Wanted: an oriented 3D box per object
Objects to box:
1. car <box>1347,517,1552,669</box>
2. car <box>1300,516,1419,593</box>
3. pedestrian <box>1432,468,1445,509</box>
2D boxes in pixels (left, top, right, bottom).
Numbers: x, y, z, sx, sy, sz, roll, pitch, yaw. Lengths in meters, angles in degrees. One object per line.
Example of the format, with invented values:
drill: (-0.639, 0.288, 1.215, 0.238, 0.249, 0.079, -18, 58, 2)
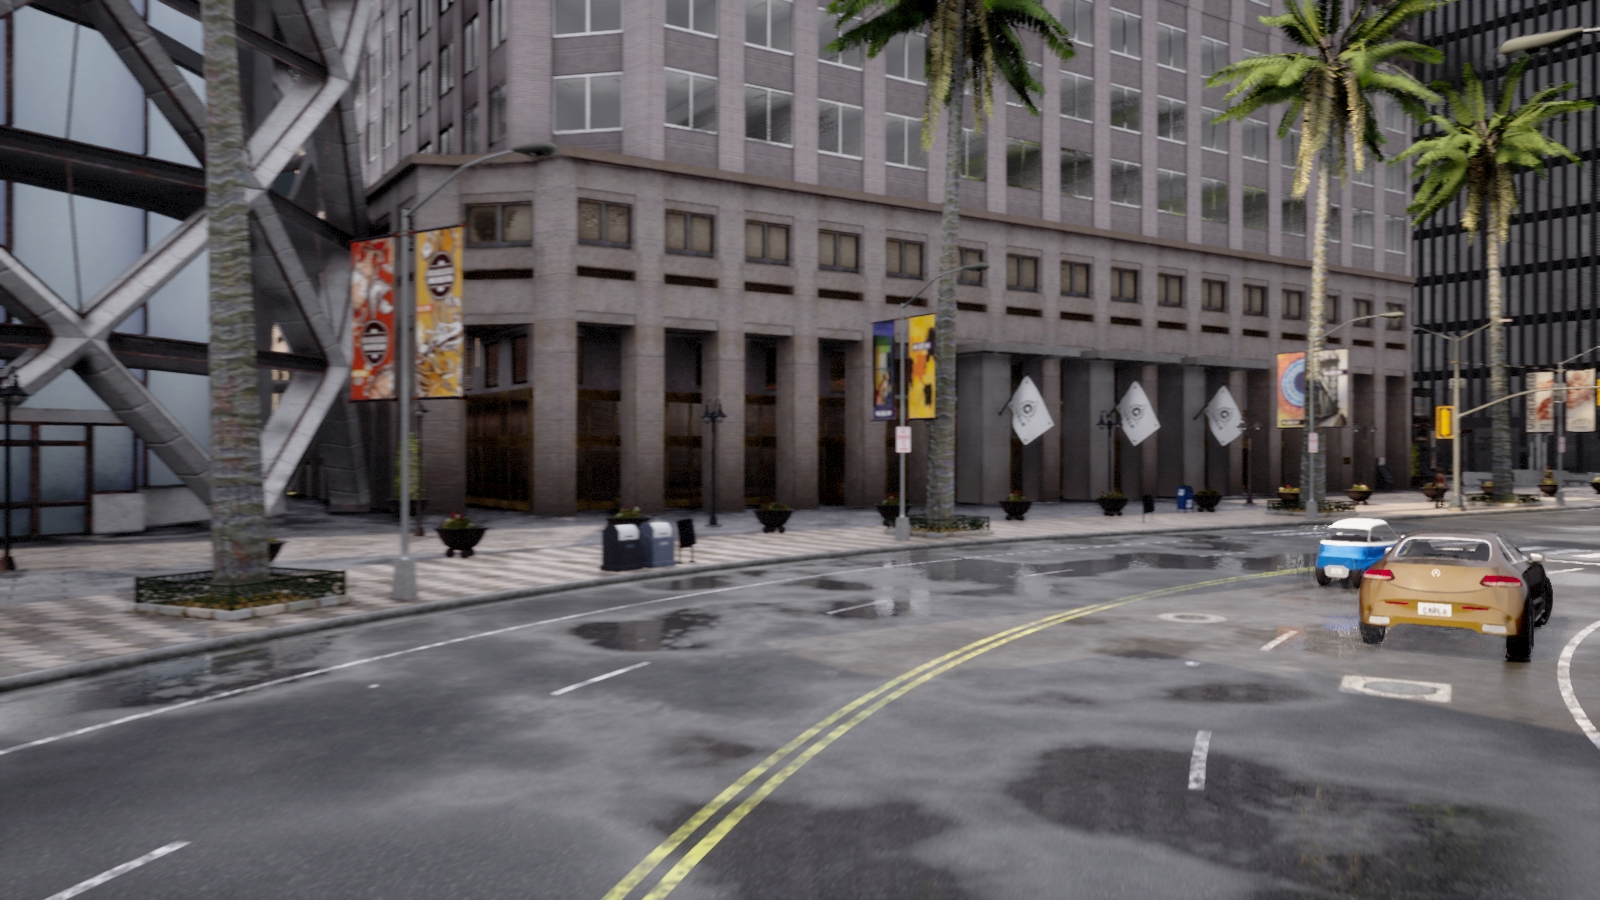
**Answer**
car: (10.013, 2.003, 17.392, 2.152, 1.651, 5.027, 0, 0, 36)
car: (11.712, 2.134, 23.888, 2.207, 1.376, 1.481, 0, 0, -41)
pedestrian: (28.889, 1.729, 51.708, 0.375, 1.860, 0.375, 0, 0, -17)
